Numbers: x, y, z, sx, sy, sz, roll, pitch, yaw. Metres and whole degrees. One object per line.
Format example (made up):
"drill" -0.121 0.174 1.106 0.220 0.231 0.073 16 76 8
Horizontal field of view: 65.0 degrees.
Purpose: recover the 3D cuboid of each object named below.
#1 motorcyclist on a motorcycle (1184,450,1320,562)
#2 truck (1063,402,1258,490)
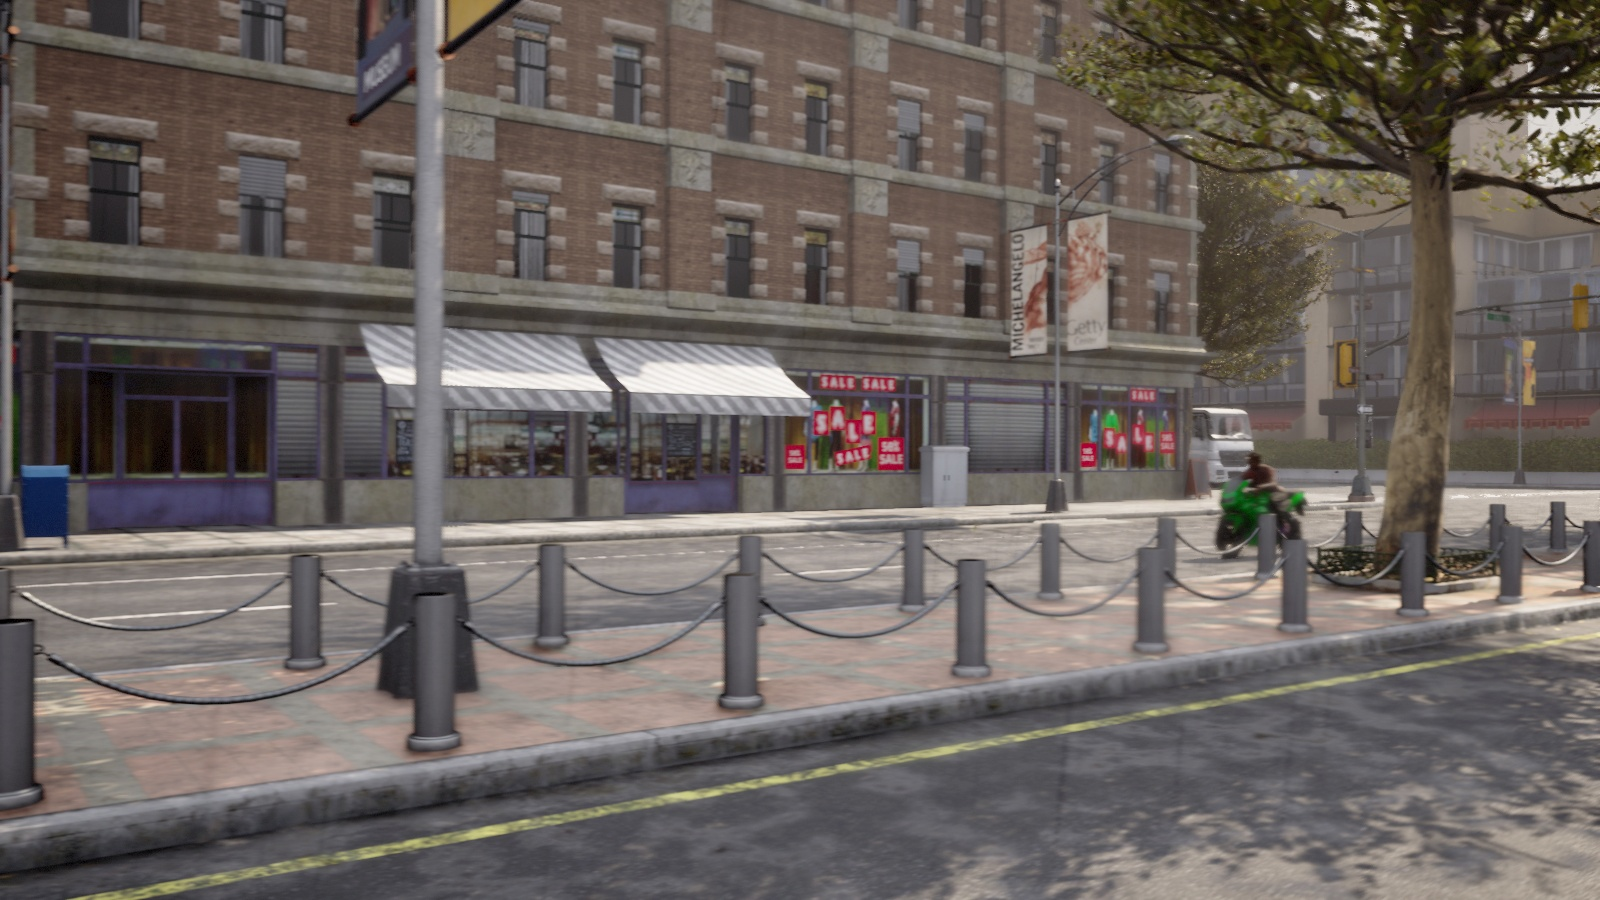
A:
"motorcyclist on a motorcycle" 6.457 0.757 17.900 2.044 1.523 0.797 0 0 -35
"truck" 15.202 -0.138 53.644 2.891 3.462 7.936 0 0 -35
